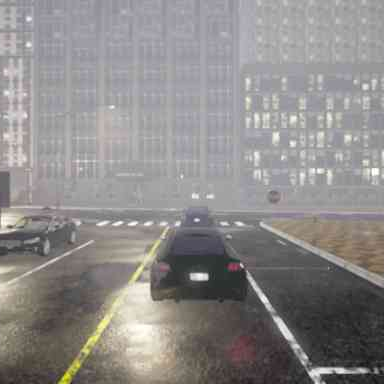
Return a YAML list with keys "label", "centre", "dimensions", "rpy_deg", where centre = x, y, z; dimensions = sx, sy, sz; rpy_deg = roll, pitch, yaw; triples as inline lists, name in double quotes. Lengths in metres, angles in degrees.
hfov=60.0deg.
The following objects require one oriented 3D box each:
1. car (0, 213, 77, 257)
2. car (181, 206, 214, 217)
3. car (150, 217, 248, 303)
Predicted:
- label: "car"
  centre: [-5.811, 1.534, 12.802]
  dimensions: [2.008, 1.369, 4.403]
  rpy_deg: [1, 0, 0]
- label: "car"
  centre: [0.372, 1.536, 20.638]
  dimensions: [1.994, 1.385, 4.181]
  rpy_deg: [0, 0, 3]
- label: "car"
  centre: [0.108, 1.553, 8.230]
  dimensions: [1.994, 1.385, 4.181]
  rpy_deg: [0, 0, -1]
